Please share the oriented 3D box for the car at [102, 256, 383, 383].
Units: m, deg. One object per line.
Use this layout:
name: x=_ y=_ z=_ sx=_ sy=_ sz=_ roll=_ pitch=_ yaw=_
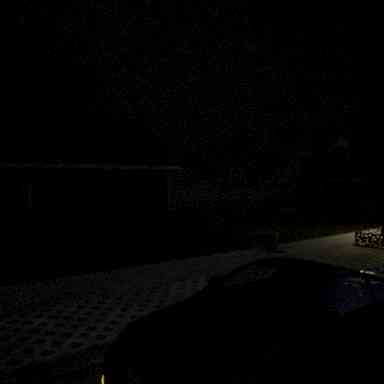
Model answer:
car: x=1.132 y=1.537 z=3.880 sx=4.181 sy=1.385 sz=1.994 roll=-1 pitch=0 yaw=-35
